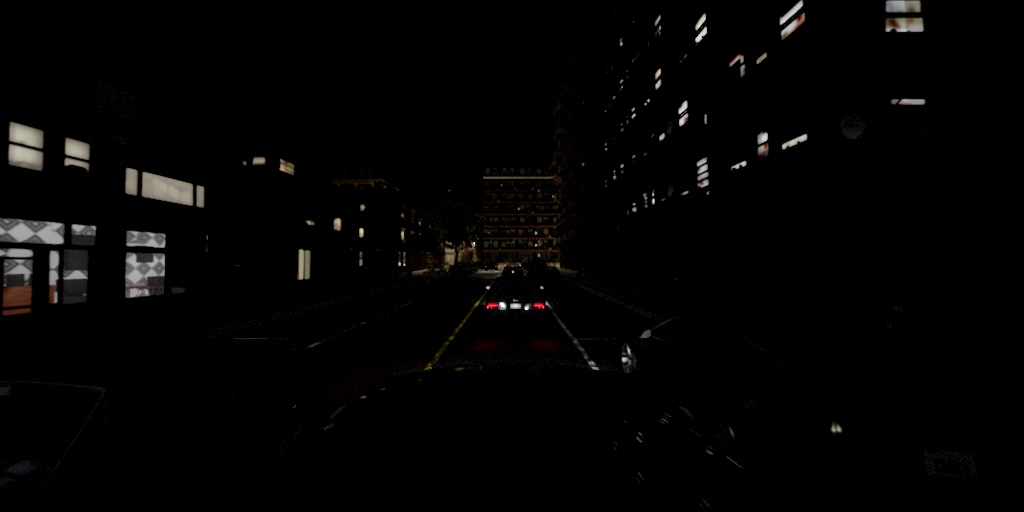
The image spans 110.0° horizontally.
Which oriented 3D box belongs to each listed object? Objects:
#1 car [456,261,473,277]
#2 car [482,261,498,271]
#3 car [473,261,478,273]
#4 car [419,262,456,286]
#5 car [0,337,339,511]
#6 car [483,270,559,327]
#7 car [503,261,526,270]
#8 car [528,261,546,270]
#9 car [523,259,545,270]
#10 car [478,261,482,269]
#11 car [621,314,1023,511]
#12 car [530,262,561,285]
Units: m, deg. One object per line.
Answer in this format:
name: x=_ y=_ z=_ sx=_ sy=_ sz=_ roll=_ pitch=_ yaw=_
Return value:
car: x=-5.666 y=1.358 z=38.344 sx=1.967 sy=1.591 sz=4.097 roll=0 pitch=0 yaw=0
car: x=-3.061 y=1.499 z=53.809 sx=1.837 sy=1.490 sz=4.892 roll=0 pitch=-1 yaw=0
car: x=-5.668 y=1.385 z=44.032 sx=1.967 sy=1.591 sz=4.097 roll=0 pitch=0 yaw=0
car: x=-5.663 y=1.390 z=26.802 sx=1.751 sy=1.417 sz=4.829 roll=0 pitch=0 yaw=0
car: x=-3.100 y=1.353 z=2.260 sx=1.895 sy=1.301 sz=4.718 roll=0 pitch=0 yaw=0
car: x=0.097 y=1.342 z=11.706 sx=2.033 sy=1.411 sz=5.357 roll=0 pitch=0 yaw=0
car: x=0.092 y=1.471 z=35.816 sx=1.994 sy=1.385 sz=4.181 roll=0 pitch=0 yaw=0
car: x=2.683 y=1.417 z=32.888 sx=1.751 sy=1.417 sz=4.829 roll=0 pitch=0 yaw=0
car: x=2.682 y=1.233 z=38.406 sx=2.192 sy=1.841 sz=5.009 roll=0 pitch=0 yaw=0
car: x=-5.669 y=1.555 z=49.718 sx=1.802 sy=1.307 sz=4.207 roll=0 pitch=0 yaw=0
car: x=2.691 y=1.327 z=4.287 sx=1.948 sy=1.339 sz=4.313 roll=0 pitch=0 yaw=0
car: x=2.685 y=1.415 z=27.032 sx=2.007 sy=1.370 sz=4.403 roll=0 pitch=0 yaw=0
